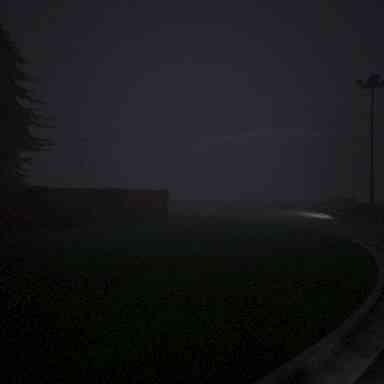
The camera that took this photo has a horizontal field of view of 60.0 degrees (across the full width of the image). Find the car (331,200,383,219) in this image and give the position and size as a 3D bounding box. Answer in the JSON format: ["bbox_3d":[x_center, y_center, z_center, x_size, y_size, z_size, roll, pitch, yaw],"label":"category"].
[{"bbox_3d":[16.820,1.825,32.932,4.892,1.490,1.837,0,0,11],"label":"car"}]

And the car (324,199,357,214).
[{"bbox_3d":[17.478,1.851,36.370,4.892,1.490,1.837,0,0,11],"label":"car"}]

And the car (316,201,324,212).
[{"bbox_3d":[17.817,1.896,39.857,4.674,1.442,1.812,0,0,11],"label":"car"}]

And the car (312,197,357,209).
[{"bbox_3d":[18.650,1.619,43.274,5.566,2.045,2.150,0,0,11],"label":"car"}]
